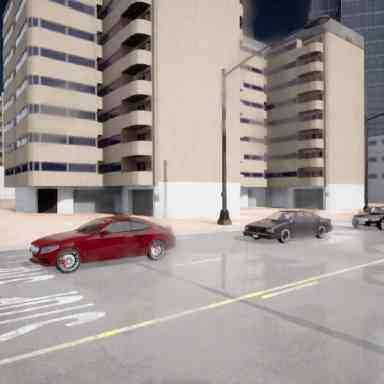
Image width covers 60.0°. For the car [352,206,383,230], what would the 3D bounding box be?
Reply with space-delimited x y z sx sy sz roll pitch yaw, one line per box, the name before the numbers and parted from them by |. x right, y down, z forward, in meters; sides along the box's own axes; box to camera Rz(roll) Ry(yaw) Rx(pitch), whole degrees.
car | 12.770 1.726 22.670 4.902 1.511 2.128 1 -1 -38

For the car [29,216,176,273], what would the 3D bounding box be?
car | -2.687 1.529 10.779 4.674 1.442 1.812 0 0 -38

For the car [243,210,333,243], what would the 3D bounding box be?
car | 4.972 1.636 16.681 5.357 1.411 2.033 1 -1 -38
